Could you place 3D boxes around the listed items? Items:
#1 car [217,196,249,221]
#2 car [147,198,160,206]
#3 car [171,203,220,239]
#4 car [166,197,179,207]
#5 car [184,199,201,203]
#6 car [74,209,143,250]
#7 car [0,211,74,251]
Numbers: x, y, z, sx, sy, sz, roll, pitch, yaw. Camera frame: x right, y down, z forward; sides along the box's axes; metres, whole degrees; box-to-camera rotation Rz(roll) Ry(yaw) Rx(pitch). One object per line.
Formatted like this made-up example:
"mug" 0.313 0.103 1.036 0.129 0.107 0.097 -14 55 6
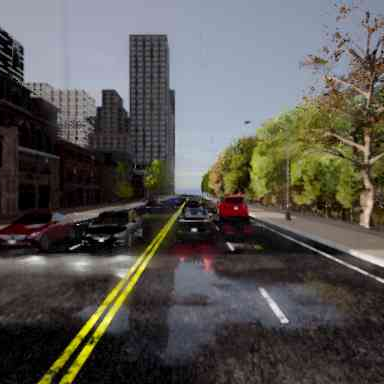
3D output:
"car" 3.351 1.318 27.952 2.150 2.045 5.566 0 0 0
"car" -6.529 1.750 56.751 1.994 1.385 4.181 0 0 1
"car" 0.102 1.553 17.855 2.128 1.511 4.902 0 0 0
"car" -3.286 1.663 56.191 1.882 1.535 5.008 0 0 1
"car" 0.103 1.613 40.360 1.882 1.535 5.008 0 0 0
"car" -3.345 1.556 14.695 1.837 1.490 4.892 0 0 0
"car" -6.596 1.575 14.519 1.812 1.442 4.674 0 0 0
